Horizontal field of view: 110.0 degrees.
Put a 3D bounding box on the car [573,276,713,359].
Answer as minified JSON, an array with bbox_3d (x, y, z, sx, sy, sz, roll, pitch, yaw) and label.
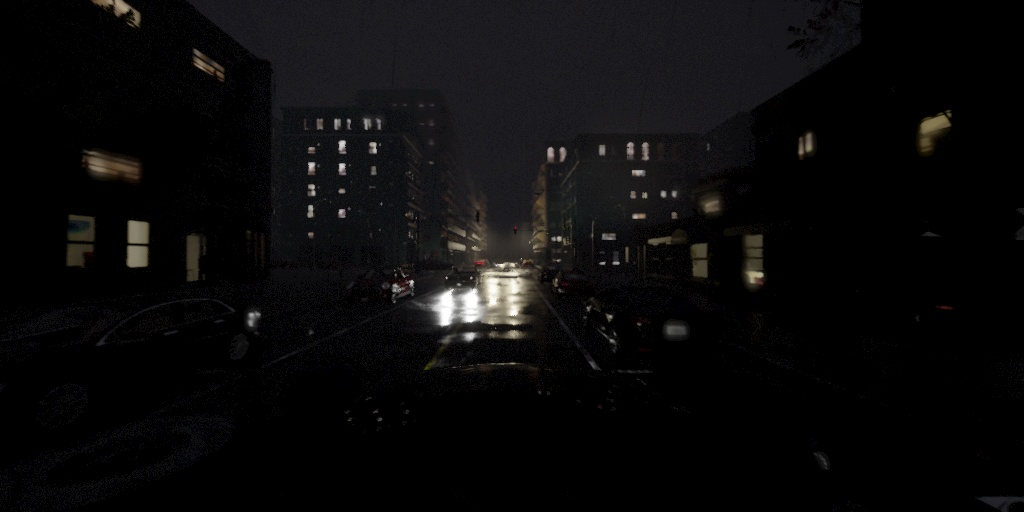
[{"bbox_3d":[2.824,1.315,8.242,1.948,1.339,4.313,0,0,0],"label":"car"}]

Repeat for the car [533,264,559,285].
[{"bbox_3d":[2.831,1.296,26.245,1.888,1.381,4.507,0,0,0],"label":"car"}]

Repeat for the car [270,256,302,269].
[{"bbox_3d":[-25.675,0.810,39.597,4.507,1.381,1.888,0,0,0],"label":"car"}]

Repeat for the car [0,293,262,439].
[{"bbox_3d":[-5.810,1.300,5.327,2.007,1.370,4.403,0,0,0],"label":"car"}]

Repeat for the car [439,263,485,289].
[{"bbox_3d":[-3.072,1.351,22.957,1.895,1.301,4.718,0,0,0],"label":"car"}]

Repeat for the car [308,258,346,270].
[{"bbox_3d":[-19.994,0.916,39.571,4.507,1.381,1.888,0,0,0],"label":"car"}]

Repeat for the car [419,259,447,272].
[{"bbox_3d":[-9.032,1.129,42.443,5.008,1.535,1.882,2,-1,0],"label":"car"}]

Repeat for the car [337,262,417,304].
[{"bbox_3d":[-5.812,1.190,16.146,1.967,1.591,4.097,0,0,0],"label":"car"}]

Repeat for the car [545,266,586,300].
[{"bbox_3d":[2.828,1.332,17.243,1.802,1.307,4.207,0,0,0],"label":"car"}]

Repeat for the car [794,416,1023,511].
[{"bbox_3d":[2.792,1.301,0.697,2.007,1.370,4.403,0,0,0],"label":"car"}]

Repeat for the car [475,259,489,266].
[{"bbox_3d":[-5.754,1.312,64.941,1.888,1.381,4.507,0,0,0],"label":"car"}]

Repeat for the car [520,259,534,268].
[{"bbox_3d":[2.828,1.206,63.715,1.967,1.591,4.097,0,0,0],"label":"car"}]
